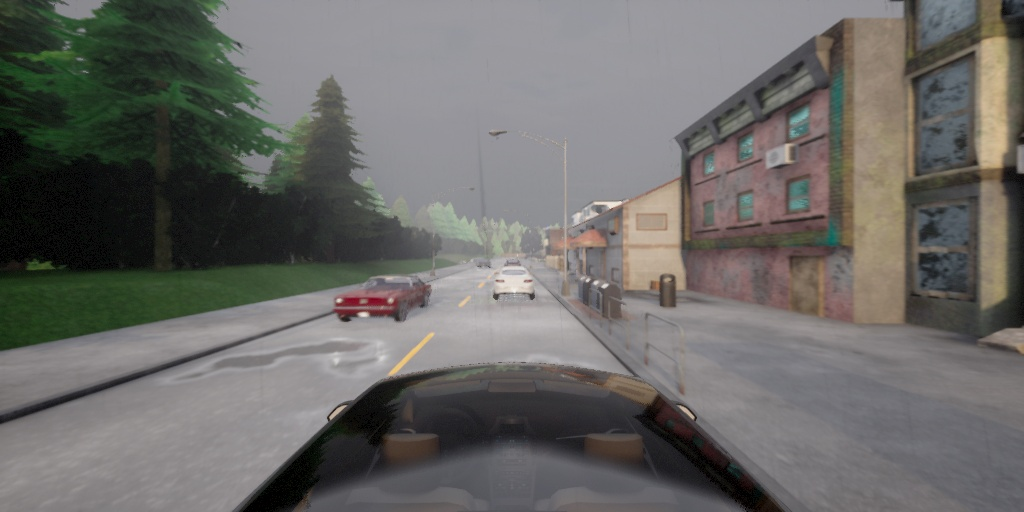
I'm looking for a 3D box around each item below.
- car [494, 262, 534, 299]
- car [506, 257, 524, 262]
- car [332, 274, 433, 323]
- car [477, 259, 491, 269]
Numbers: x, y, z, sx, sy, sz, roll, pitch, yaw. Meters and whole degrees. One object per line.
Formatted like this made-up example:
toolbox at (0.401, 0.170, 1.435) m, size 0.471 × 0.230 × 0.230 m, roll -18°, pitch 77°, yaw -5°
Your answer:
car at (0.094, 1.228, 17.681) m, size 1.812 × 1.442 × 4.674 m, roll 0°, pitch 0°, yaw 0°
car at (0.082, 1.127, 40.615) m, size 2.128 × 1.511 × 4.902 m, roll 0°, pitch 0°, yaw 0°
car at (-4.104, 1.320, 12.149) m, size 1.895 × 1.301 × 4.718 m, roll 0°, pitch 0°, yaw 0°
car at (-4.084, 1.143, 53.801) m, size 2.033 × 1.411 × 5.357 m, roll 0°, pitch 0°, yaw 1°
